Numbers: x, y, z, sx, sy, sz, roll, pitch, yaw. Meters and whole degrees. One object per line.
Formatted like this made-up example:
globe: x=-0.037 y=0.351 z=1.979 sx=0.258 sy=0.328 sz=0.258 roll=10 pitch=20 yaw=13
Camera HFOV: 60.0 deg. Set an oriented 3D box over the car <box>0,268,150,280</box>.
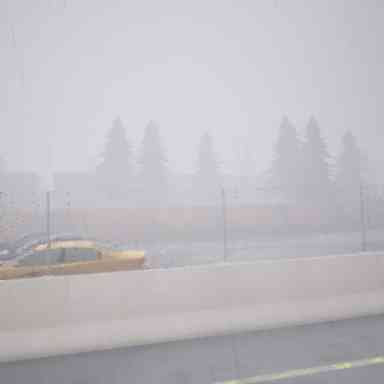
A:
car: x=-3.647 y=2.083 z=8.882 sx=5.008 sy=1.535 sz=1.882 roll=-1 pitch=-3 yaw=-13
